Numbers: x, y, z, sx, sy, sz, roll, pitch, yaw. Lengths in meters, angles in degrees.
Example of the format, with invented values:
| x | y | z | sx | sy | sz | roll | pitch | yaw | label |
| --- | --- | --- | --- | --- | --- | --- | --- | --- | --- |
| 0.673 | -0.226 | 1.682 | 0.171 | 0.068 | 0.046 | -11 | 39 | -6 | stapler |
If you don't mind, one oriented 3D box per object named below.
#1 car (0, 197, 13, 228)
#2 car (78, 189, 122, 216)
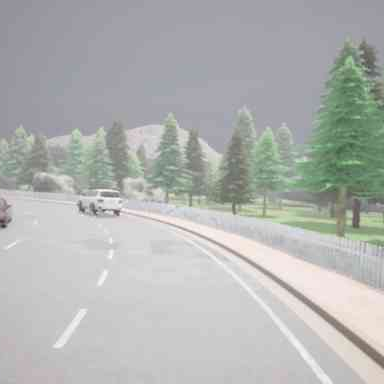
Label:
| x | y | z | sx | sy | sz | roll | pitch | yaw | label |
| --- | --- | --- | --- | --- | --- | --- | --- | --- | --- |
| -10.435 | 0.980 | 17.276 | 1.812 | 1.442 | 4.674 | 3 | 0 | -24 | car |
| -7.749 | 0.807 | 27.816 | 2.150 | 2.045 | 5.566 | 4 | -1 | -35 | car |
